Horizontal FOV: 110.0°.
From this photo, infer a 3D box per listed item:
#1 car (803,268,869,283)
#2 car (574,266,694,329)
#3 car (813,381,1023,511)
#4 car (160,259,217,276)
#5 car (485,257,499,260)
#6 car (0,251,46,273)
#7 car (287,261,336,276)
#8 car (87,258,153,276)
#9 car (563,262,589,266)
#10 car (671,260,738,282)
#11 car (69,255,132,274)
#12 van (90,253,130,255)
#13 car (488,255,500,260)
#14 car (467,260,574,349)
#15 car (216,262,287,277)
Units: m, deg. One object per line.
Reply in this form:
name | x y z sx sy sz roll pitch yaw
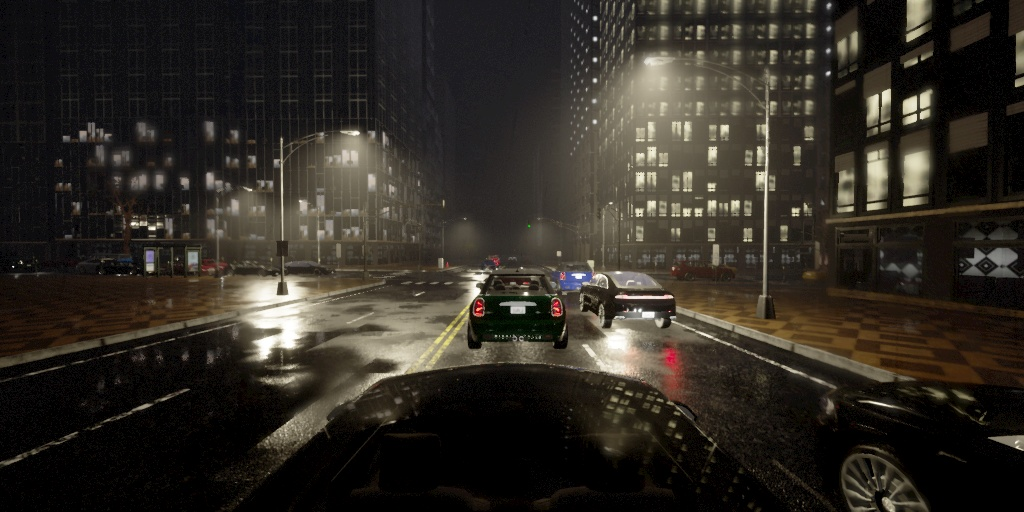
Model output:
car | 27.683 1.579 30.550 4.829 1.417 1.751 0 0 1
car | 3.364 1.237 11.273 2.128 1.511 4.902 0 0 0
car | 3.344 1.242 0.881 2.128 1.511 4.902 0 0 0
car | -28.373 1.138 31.487 4.207 1.307 1.802 0 0 1
car | -3.277 1.241 50.801 1.812 1.442 4.674 0 0 0
car | -49.577 0.539 34.684 5.566 2.045 2.150 1 1 -1
car | -19.661 1.139 33.972 5.357 1.411 2.033 0 1 0
car | -34.054 1.069 31.668 4.313 1.339 1.948 0 0 1
car | 3.377 1.092 20.245 2.097 1.767 4.553 0 0 0
car | 16.235 1.269 30.763 5.009 1.841 2.192 0 0 1
car | -38.922 0.942 34.411 4.674 1.442 1.812 1 1 2
van | -45.233 0.605 40.344 3.998 1.789 1.690 0 0 1
car | -3.245 0.925 61.025 2.150 2.045 5.566 0 0 0
car | 0.111 1.099 9.300 2.097 1.767 4.553 0 0 0
car | -22.690 1.173 31.345 4.313 1.339 1.948 0 0 1
